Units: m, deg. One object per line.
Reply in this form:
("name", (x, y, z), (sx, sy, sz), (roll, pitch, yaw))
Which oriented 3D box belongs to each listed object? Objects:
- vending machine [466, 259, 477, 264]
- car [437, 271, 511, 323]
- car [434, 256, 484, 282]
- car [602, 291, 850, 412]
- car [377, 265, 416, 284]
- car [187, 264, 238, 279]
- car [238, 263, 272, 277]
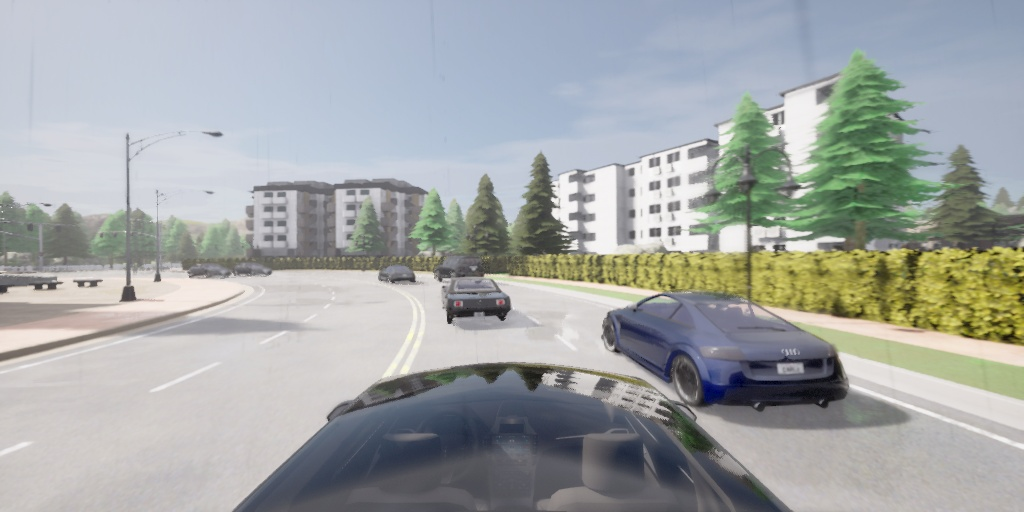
("vending machine", (-3.909, 1.020, 33.917), (1.100, 2.100, 0.880), (0, 0, -38))
("car", (-1.447, 1.377, 12.340), (1.895, 1.301, 4.718), (0, 0, -14))
("car", (-4.059, 1.038, 27.178), (2.150, 2.045, 5.566), (0, 0, -31))
("car", (3.085, 1.295, 6.213), (1.994, 1.385, 4.181), (0, 0, -5))
("car", (-9.171, 1.423, 28.340), (1.994, 1.385, 4.181), (0, 0, -36))
("car", (-31.078, 1.540, 36.829), (4.902, 1.511, 2.128), (-1, 0, 22))
("car", (-28.628, 1.523, 39.550), (4.902, 1.511, 2.128), (-1, 0, 24))
